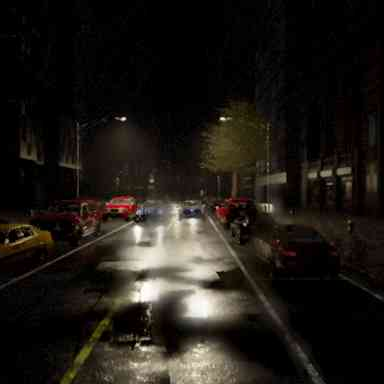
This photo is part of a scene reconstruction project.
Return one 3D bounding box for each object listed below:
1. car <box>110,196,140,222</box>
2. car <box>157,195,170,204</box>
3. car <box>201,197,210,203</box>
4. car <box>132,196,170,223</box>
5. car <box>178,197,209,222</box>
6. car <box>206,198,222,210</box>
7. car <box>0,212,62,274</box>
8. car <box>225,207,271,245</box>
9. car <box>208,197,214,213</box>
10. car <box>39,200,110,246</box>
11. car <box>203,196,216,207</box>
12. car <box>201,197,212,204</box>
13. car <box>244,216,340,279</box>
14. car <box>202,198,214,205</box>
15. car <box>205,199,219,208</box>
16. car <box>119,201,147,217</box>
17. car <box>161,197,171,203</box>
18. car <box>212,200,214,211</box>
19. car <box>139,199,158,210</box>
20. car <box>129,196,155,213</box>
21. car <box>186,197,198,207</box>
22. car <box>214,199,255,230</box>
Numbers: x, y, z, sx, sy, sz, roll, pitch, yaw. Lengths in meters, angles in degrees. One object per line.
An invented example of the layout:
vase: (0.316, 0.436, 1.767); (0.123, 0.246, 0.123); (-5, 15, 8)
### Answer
car: (-5.660, 1.347, 26.718); (2.192, 1.841, 5.009); (0, 0, 0)
car: (-5.647, 1.443, 66.188); (2.192, 1.841, 5.009); (0, 0, 0)
car: (2.880, 1.714, 71.823); (1.947, 1.339, 4.313); (0, 0, 0)
car: (-2.991, 1.448, 25.465); (2.097, 1.767, 4.553); (0, 0, 0)
car: (0.016, 1.454, 27.187); (2.097, 1.767, 4.553); (0, 0, 0)
car: (2.871, 1.590, 43.796); (1.752, 1.417, 4.829); (0, 0, 0)
car: (-5.665, 1.528, 9.632); (1.752, 1.417, 4.829); (0, 0, 0)
car: (2.862, 1.577, 15.426); (1.947, 1.339, 4.313); (0, 0, 0)
car: (2.870, 1.619, 37.985); (1.947, 1.339, 4.313); (0, 0, 0)
car: (-5.663, 1.327, 15.439); (2.192, 1.841, 5.009); (0, 0, 0)
car: (2.875, 1.533, 54.905); (1.967, 1.590, 4.097); (0, 0, 0)
car: (2.878, 1.693, 66.182); (1.947, 1.339, 4.313); (0, 0, 0)
car: (2.861, 1.585, 9.789); (1.802, 1.307, 4.206); (0, 0, 0)
car: (2.877, 1.692, 60.543); (1.802, 1.307, 4.206); (0, 0, 0)
car: (2.873, 1.660, 49.264); (1.802, 1.307, 4.206); (0, 0, 0)
car: (-5.657, 1.608, 32.357); (1.947, 1.339, 4.313); (0, 0, 0)
car: (-5.645, 1.730, 71.827); (1.802, 1.307, 4.206); (0, 0, 0)
car: (2.866, 1.576, 26.706); (1.887, 1.381, 4.507); (0, 0, 0)
car: (-5.653, 1.610, 43.634); (1.887, 1.381, 4.507); (0, 0, 0)
car: (-5.656, 1.368, 37.995); (2.192, 1.841, 5.009); (0, 0, 0)
car: (0.022, 1.618, 55.010); (1.882, 1.535, 5.008); (0, -1, 0)
car: (2.864, 1.337, 21.067); (2.192, 1.841, 5.009); (0, 0, 0)
